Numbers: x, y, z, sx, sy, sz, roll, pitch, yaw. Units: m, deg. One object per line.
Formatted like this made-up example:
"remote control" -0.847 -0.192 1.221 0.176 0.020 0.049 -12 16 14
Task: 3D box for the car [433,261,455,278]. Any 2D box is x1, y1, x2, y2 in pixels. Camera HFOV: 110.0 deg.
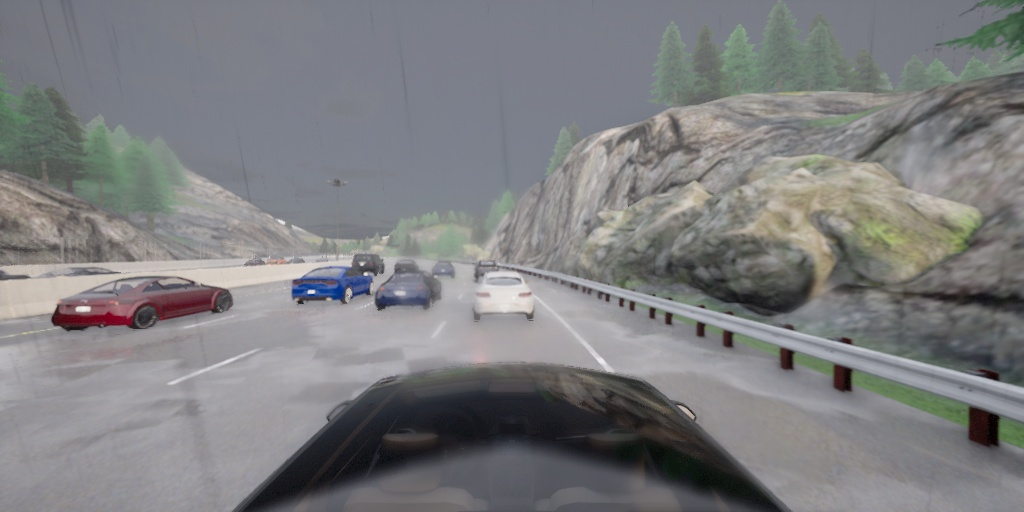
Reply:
"car" -6.023 1.153 31.704 1.994 1.385 4.181 0 0 -9

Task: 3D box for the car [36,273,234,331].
"car" -10.770 1.281 10.926 1.994 1.385 4.181 0 0 -3

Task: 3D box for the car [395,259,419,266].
"car" -9.983 1.060 34.105 1.882 1.535 5.008 0 0 -10

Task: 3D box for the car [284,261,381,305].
"car" -7.584 1.161 15.702 1.882 1.535 5.008 0 0 -4

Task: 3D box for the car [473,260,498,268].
"car" -2.134 1.086 29.488 2.128 1.511 4.902 0 0 -8

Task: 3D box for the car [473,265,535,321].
"car" -0.323 1.217 12.097 1.812 1.442 4.674 0 0 -3

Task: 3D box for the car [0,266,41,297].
"car" -25.320 1.262 15.935 2.033 1.411 5.357 0 0 -5

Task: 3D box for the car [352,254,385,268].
"car" -13.425 0.813 33.605 2.150 2.045 5.566 0 0 -10

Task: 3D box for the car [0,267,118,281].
"car" -22.061 1.260 18.142 1.994 1.385 4.181 0 0 -6

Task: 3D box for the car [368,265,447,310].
"car" -3.990 1.248 14.407 1.994 1.385 4.181 0 0 -4
